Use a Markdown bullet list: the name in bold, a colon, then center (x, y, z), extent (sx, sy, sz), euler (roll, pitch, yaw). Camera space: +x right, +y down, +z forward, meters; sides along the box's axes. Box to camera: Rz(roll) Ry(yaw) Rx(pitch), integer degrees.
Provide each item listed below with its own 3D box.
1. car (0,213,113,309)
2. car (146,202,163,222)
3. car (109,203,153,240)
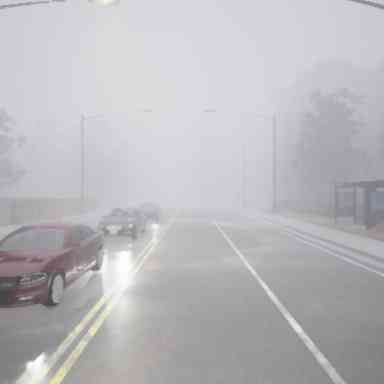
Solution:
- **car**: center (-3.598, 1.520, 8.269), extent (1.882, 1.535, 5.008), euler (0, 0, 0)
- **car**: center (-3.569, 1.615, 28.094), extent (1.882, 1.535, 5.008), euler (0, 0, 0)
- **car**: center (-3.591, 1.579, 17.717), extent (2.128, 1.511, 4.902), euler (0, 0, 0)
